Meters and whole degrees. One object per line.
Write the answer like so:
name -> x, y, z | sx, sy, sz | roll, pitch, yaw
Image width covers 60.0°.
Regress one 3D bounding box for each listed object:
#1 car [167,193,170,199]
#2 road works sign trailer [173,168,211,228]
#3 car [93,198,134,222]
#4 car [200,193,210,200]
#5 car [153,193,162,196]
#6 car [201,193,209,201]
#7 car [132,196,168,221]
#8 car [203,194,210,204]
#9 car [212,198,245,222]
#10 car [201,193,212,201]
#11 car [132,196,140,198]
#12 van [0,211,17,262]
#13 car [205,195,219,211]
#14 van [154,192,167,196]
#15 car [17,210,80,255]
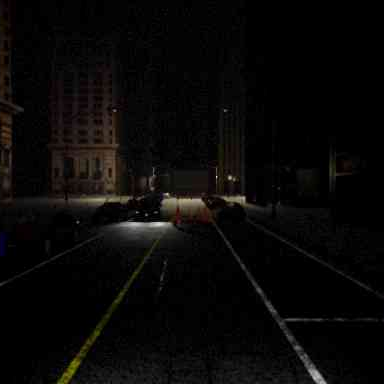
car -> -5.811, 0.939, 74.910 | 2.008, 1.369, 4.403 | 0, 0, 0
road works sign trailer -> -0.013, 0.302, 20.876 | 2.380, 3.560, 2.880 | 0, 0, 0
car -> -5.780, 1.378, 24.143 | 1.947, 1.339, 4.313 | 0, 0, 0
car -> 2.718, 0.988, 69.276 | 2.008, 1.369, 4.403 | 0, 0, 0
car -> -5.794, 1.196, 46.707 | 1.947, 1.339, 4.313 | 0, 0, 0
car -> 2.728, 1.107, 52.523 | 1.752, 1.417, 4.829 | 0, 0, 0
car -> -3.113, 1.309, 25.107 | 1.837, 1.490, 4.892 | 0, 0, 0
car -> 2.735, 1.243, 41.072 | 1.947, 1.339, 4.313 | 0, 0, 0
car -> 2.745, 1.357, 24.151 | 1.887, 1.381, 4.507 | 0, 0, 0
car -> 2.721, 0.926, 63.634 | 1.967, 1.590, 4.097 | 0, 0, 0
car -> -5.787, 1.163, 35.423 | 1.967, 1.590, 4.097 | 0, 0, 0
van -> -5.771, 1.284, 7.220 | 1.690, 1.788, 3.998 | 0, 0, 0
car -> 2.738, 1.273, 35.432 | 2.008, 1.369, 4.403 | 0, 0, 0
van -> -5.801, 0.876, 57.986 | 1.690, 1.788, 3.998 | 0, 0, 0
car -> -5.773, 1.444, 12.862 | 1.887, 1.381, 4.507 | 0, 0, 0
